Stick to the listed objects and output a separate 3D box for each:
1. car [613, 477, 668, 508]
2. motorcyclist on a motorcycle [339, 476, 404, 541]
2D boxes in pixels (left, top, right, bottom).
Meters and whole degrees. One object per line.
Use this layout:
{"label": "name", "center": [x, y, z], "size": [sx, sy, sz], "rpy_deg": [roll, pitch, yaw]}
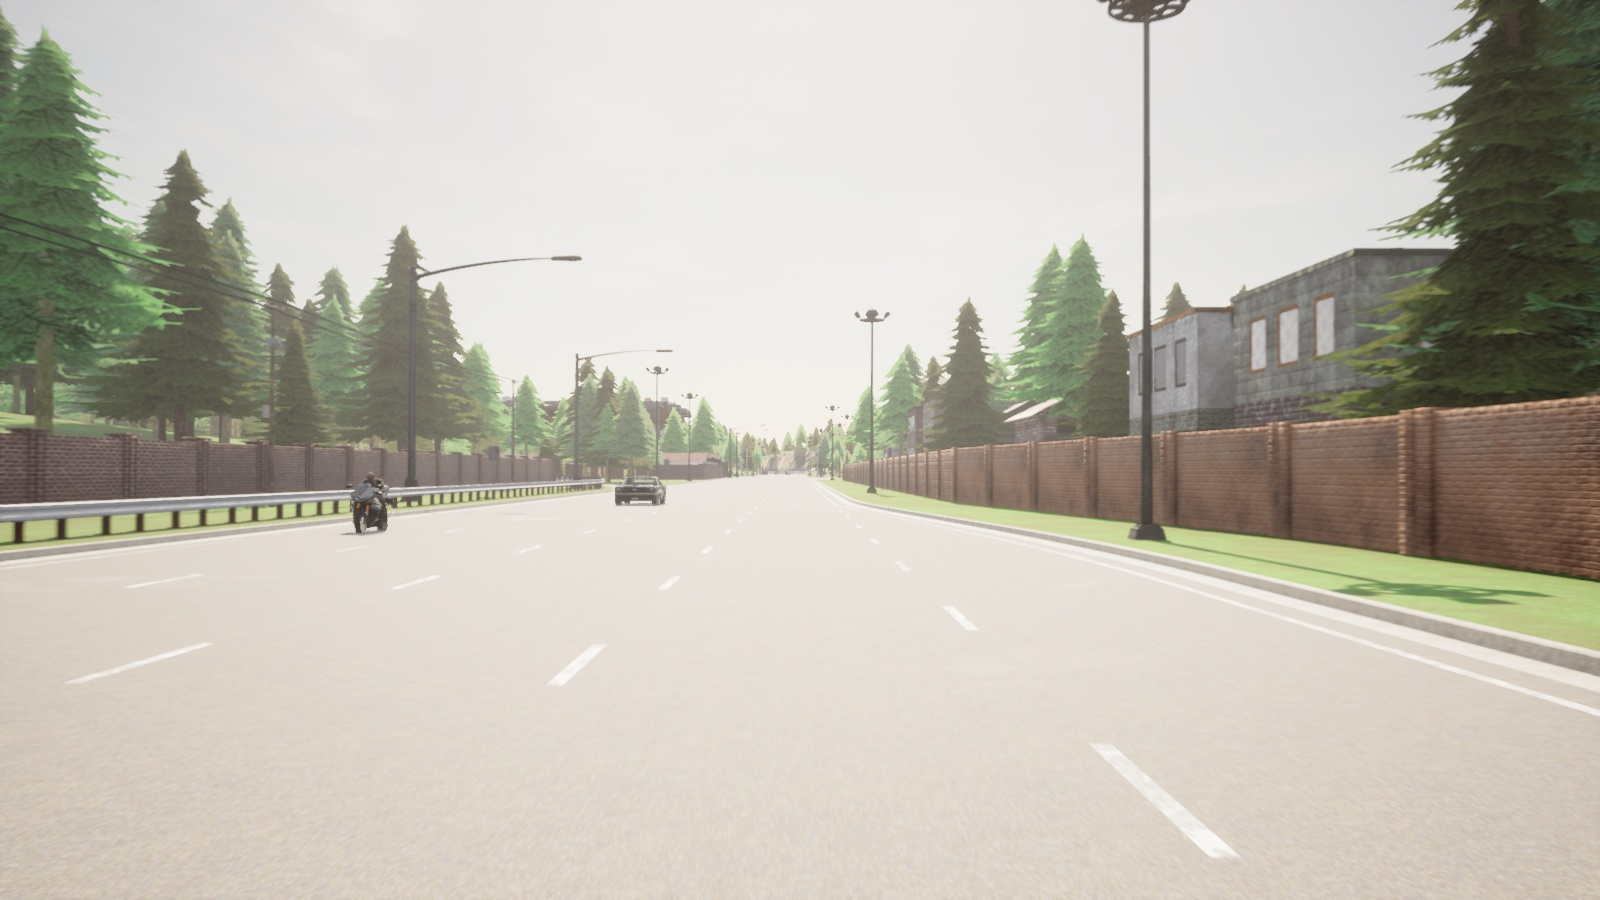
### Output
{"label": "car", "center": [-7.137, 1.886, 56.502], "size": [1.895, 1.301, 4.718], "rpy_deg": [0, -1, 0]}
{"label": "motorcyclist on a motorcycle", "center": [-10.576, 1.410, 31.056], "size": [0.866, 1.530, 2.191], "rpy_deg": [0, -1, 0]}
